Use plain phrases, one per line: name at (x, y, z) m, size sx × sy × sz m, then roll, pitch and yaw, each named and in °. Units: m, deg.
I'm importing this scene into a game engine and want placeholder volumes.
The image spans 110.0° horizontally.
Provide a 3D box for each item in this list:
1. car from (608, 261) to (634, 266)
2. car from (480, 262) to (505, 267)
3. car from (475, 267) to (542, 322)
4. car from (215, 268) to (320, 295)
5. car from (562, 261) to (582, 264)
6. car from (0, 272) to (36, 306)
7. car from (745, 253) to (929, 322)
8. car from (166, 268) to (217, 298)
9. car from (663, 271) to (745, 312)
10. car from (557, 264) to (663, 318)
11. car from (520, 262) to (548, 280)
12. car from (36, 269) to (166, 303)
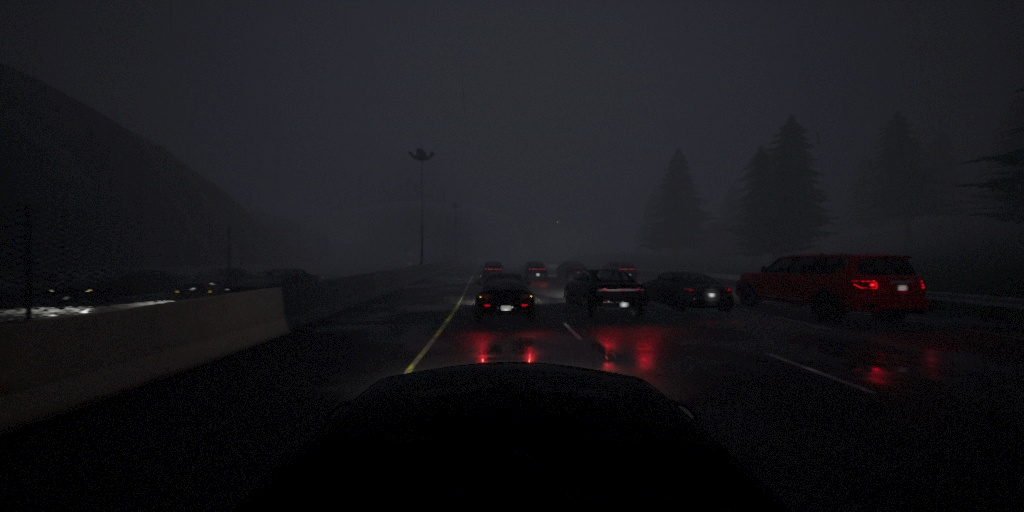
car at (8.936, 1.196, 30.318) m, size 1.837 × 1.490 × 4.892 m, roll 0°, pitch 0°, yaw -5°
car at (-1.655, 1.221, 31.044) m, size 1.837 × 1.490 × 4.892 m, roll 0°, pitch 0°, yaw -5°
car at (-0.275, 1.263, 12.166) m, size 1.812 × 1.442 × 4.674 m, roll 0°, pitch 0°, yaw -3°
car at (-11.303, 1.304, 17.495) m, size 2.033 × 1.411 × 5.357 m, roll 0°, pitch 0°, yaw -4°
car at (5.284, 1.175, 32.090) m, size 1.882 × 1.535 × 5.008 m, roll 0°, pitch 0°, yaw -5°
car at (-21.722, 1.384, 16.031) m, size 1.895 × 1.301 × 4.718 m, roll 0°, pitch 0°, yaw -4°
car at (10.246, 0.934, 12.206) m, size 2.150 × 2.045 × 5.566 m, roll 0°, pitch 0°, yaw -3°
car at (-14.894, 1.327, 18.562) m, size 1.994 × 1.385 × 4.181 m, roll 0°, pitch 0°, yaw -4°
car at (6.617, 1.282, 14.078) m, size 1.994 × 1.385 × 4.181 m, roll 0°, pitch 0°, yaw -3°
car at (3.182, 1.219, 12.967) m, size 2.128 × 1.511 × 4.902 m, roll 0°, pitch 0°, yaw -3°
car at (1.873, 1.212, 30.832) m, size 1.837 × 1.490 × 4.892 m, roll 0°, pitch 0°, yaw -5°
car at (-18.299, 1.321, 17.208) m, size 2.033 × 1.411 × 5.357 m, roll 0°, pitch 0°, yaw -4°
